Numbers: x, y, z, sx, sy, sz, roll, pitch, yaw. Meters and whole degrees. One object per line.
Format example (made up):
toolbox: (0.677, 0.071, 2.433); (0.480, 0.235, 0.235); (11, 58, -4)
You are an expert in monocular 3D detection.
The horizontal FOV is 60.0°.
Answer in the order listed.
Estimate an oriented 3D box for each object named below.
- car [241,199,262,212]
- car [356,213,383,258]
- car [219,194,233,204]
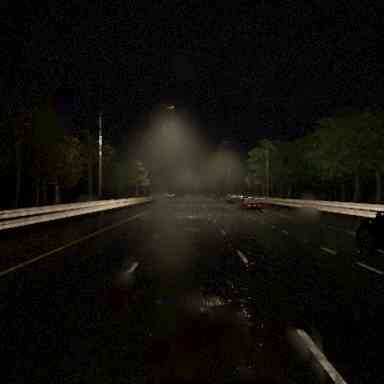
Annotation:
car: (7.077, 1.577, 39.998); (2.033, 1.411, 5.357); (0, 0, 0)
car: (7.005, 1.225, 9.700); (2.150, 2.045, 5.566); (0, 0, 0)
car: (7.205, 1.601, 67.112); (2.033, 1.411, 5.357); (0, 0, 0)
